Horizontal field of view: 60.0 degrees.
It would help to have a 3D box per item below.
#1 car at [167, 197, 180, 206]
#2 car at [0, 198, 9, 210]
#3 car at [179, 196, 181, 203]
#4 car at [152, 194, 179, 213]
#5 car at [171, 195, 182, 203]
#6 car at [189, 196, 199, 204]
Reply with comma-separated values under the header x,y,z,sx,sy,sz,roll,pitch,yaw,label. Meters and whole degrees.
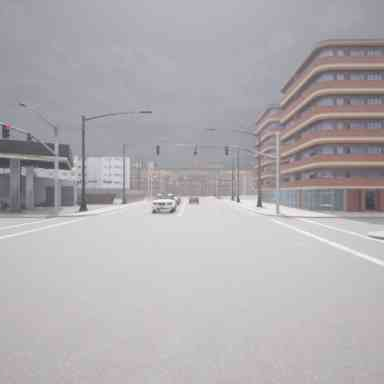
x,y,z,sx,sy,sz,roll,pitch,yaw,label
-3.118,1.547,57.720,2.033,1.411,5.357,0,0,0,car
-23.944,1.456,39.459,3.806,1.475,1.970,0,0,1,car
-3.102,1.547,47.406,2.033,1.411,5.357,0,0,0,car
-3.038,1.221,37.110,2.150,2.045,5.566,0,0,2,car
-3.183,1.491,68.049,2.128,1.511,4.902,0,0,0,car
0.344,1.491,63.768,2.128,1.511,4.902,0,0,0,car
